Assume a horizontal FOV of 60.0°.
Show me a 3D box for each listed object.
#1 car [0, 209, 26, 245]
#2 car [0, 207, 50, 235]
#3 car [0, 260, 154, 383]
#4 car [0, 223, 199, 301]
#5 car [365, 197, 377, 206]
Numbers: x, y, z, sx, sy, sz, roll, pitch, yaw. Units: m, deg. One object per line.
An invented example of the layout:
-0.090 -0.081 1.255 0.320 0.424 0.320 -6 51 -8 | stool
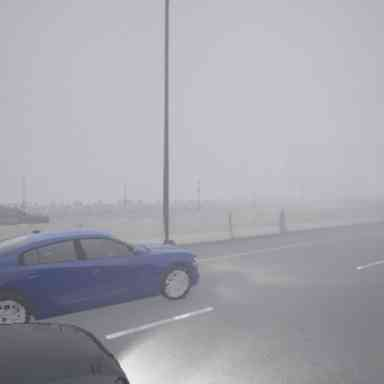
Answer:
-10.118 1.550 13.971 5.357 1.411 2.033 -1 0 -36 | car
-10.452 1.579 18.034 4.718 1.301 1.895 -1 0 -35 | car
-2.417 1.574 2.023 4.181 1.385 1.994 -1 0 -35 | car
-2.143 1.455 6.517 5.008 1.535 1.882 0 0 -35 | car
27.129 1.473 49.018 5.357 1.411 2.033 0 0 -35 | car
